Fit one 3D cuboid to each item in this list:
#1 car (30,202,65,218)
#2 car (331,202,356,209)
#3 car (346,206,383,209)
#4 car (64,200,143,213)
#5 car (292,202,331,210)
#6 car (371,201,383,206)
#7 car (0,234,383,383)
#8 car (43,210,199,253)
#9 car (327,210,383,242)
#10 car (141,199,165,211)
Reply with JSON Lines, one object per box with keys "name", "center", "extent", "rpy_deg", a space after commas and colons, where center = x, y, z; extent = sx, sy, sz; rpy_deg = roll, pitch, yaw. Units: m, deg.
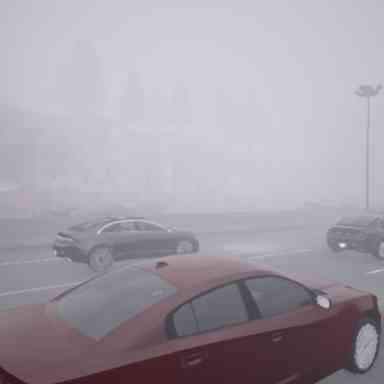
{"name": "car", "center": [-10.314, 1.576, 26.726], "extent": [4.902, 1.511, 2.128], "rpy_deg": [1, -1, -35]}
{"name": "car", "center": [22.212, 2.130, 49.292], "extent": [5.357, 1.411, 2.033], "rpy_deg": [1, 0, -34]}
{"name": "car", "center": [12.319, 1.826, 21.099], "extent": [5.357, 1.411, 2.033], "rpy_deg": [1, 0, -35]}
{"name": "car", "center": [-6.615, 1.603, 25.063], "extent": [4.902, 1.511, 2.128], "rpy_deg": [1, -1, -35]}
{"name": "car", "center": [13.916, 1.932, 39.452], "extent": [4.892, 1.490, 1.837], "rpy_deg": [1, -1, -34]}
{"name": "car", "center": [35.993, 2.420, 63.065], "extent": [4.718, 1.301, 1.895], "rpy_deg": [1, -1, -36]}
{"name": "car", "center": [0.351, 1.509, 3.996], "extent": [5.008, 1.535, 1.882], "rpy_deg": [1, 0, -35]}
{"name": "car", "center": [-1.953, 1.549, 10.951], "extent": [4.902, 1.511, 2.128], "rpy_deg": [1, 0, -36]}
{"name": "car", "center": [7.339, 1.675, 13.275], "extent": [4.892, 1.490, 1.837], "rpy_deg": [1, -1, -35]}
{"name": "car", "center": [-5.138, 1.549, 34.706], "extent": [4.553, 1.767, 2.097], "rpy_deg": [1, -1, -35]}
